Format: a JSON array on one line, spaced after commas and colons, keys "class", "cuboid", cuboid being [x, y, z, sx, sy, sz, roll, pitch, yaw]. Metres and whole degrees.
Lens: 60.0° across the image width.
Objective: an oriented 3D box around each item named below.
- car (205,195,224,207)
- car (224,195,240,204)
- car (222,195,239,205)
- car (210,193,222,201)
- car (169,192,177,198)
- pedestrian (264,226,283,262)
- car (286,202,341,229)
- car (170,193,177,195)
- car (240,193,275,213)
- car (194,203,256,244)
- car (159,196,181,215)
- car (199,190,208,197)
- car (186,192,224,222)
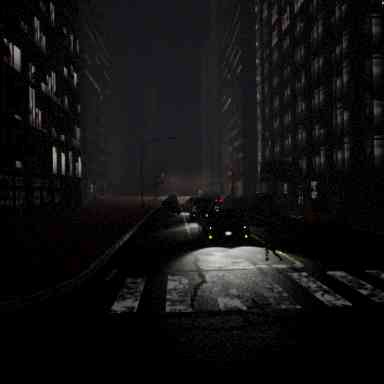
[{"class": "car", "cuboid": [3.016, 1.129, 45.519, 2.033, 1.411, 5.357, -1, 1, -3]}, {"class": "car", "cuboid": [5.764, 1.108, 42.659, 1.887, 1.381, 4.507, 0, 1, -3]}, {"class": "car", "cuboid": [5.478, 1.096, 48.293, 1.802, 1.307, 4.206, 0, 1, -3]}, {"class": "car", "cuboid": [4.621, 0.911, 65.195, 1.887, 1.381, 4.507, 0, 1, -3]}, {"class": "car", "cuboid": [-4.889, 0.749, 87.279, 1.967, 1.590, 4.097, 0, 1, -3]}, {"class": "pedestrian", "cuboid": [2.450, 1.592, 10.146, 0.500, 1.100, 0.500, 0, 0, -3]}, {"class": "car", "cuboid": [6.901, 1.286, 19.456, 1.752, 1.417, 4.829, 0, 1, -3]}, {"class": "car", "cuboid": [-2.889, 1.238, 47.832, 1.802, 1.307, 4.206, 0, 1, -3]}, {"class": "car", "cuboid": [6.332, 0.974, 31.389, 2.192, 1.841, 5.009, 0, 1, -3]}, {"class": "car", "cuboid": [1.348, 1.454, 15.243, 1.994, 1.385, 4.181, -1, 1, -3]}, {"class": "car", "cuboid": [-2.032, 1.367, 30.926, 1.947, 1.339, 4.313, 0, 1, -3]}, {"class": "car", "cuboid": [3.192, 0.431, 93.363, 2.192, 1.841, 5.009, 0, 1, -3]}, {"class": "car", "cuboid": [0.862, 1.163, 24.792, 2.097, 1.767, 4.553, -1, 1, -3]}]
